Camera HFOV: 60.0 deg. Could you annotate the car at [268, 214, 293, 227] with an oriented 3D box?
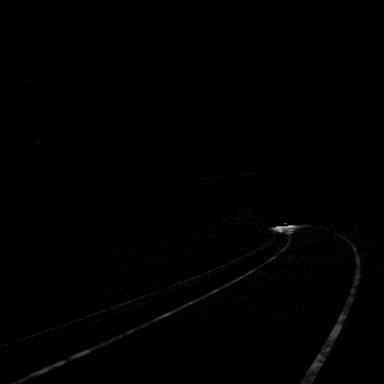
[{"bbox_3d":[10.593,3.406,40.385,2.033,1.411,5.357,-5,-4,0],"label":"car"}]
